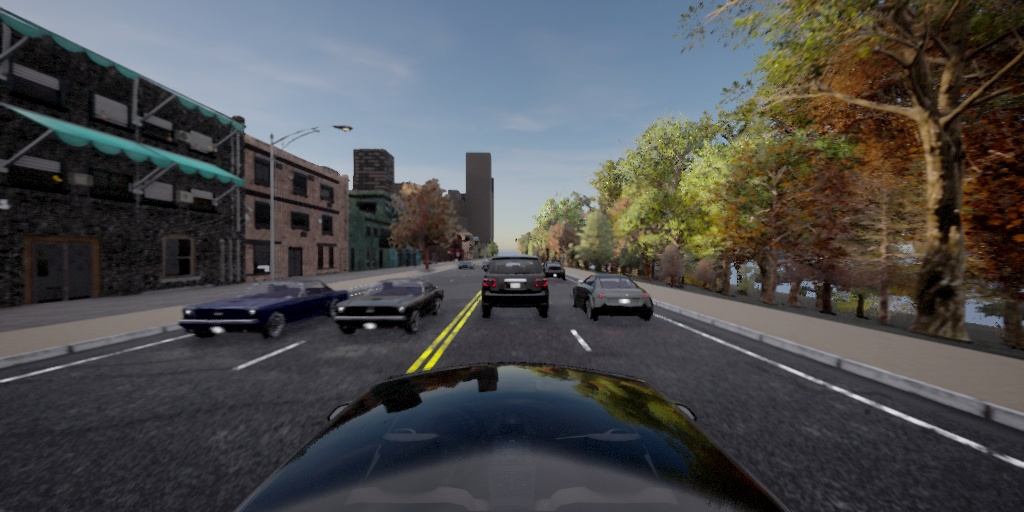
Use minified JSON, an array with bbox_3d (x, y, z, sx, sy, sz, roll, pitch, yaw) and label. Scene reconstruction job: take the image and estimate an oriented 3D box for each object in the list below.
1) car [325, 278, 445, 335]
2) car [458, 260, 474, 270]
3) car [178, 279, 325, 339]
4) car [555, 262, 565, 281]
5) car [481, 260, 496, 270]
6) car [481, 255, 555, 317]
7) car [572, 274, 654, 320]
[{"bbox_3d":[-3.349,1.350,10.686,1.895,1.301,4.718,0,0,0],"label":"car"},{"bbox_3d":[-6.700,1.312,52.842,1.994,1.385,4.181,0,0,-1],"label":"car"},{"bbox_3d":[-6.599,1.350,10.250,1.895,1.301,4.718,0,0,0],"label":"car"},{"bbox_3d":[3.356,1.253,30.347,1.837,1.490,4.892,0,0,0],"label":"car"},{"bbox_3d":[-3.450,1.311,52.894,1.994,1.385,4.181,0,0,-1],"label":"car"},{"bbox_3d":[0.102,0.971,13.327,2.150,2.045,5.566,0,0,0],"label":"car"},{"bbox_3d":[3.351,1.313,12.664,1.994,1.385,4.181,0,0,0],"label":"car"}]
